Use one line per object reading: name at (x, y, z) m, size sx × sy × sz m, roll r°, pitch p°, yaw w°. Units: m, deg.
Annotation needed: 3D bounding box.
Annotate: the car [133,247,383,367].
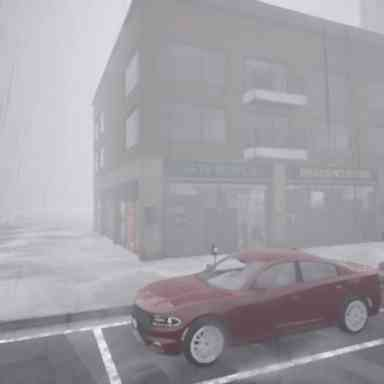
car at (1.224, 1.711, 5.837) m, size 4.507 × 1.381 × 1.887 m, roll 0°, pitch -2°, yaw -23°
